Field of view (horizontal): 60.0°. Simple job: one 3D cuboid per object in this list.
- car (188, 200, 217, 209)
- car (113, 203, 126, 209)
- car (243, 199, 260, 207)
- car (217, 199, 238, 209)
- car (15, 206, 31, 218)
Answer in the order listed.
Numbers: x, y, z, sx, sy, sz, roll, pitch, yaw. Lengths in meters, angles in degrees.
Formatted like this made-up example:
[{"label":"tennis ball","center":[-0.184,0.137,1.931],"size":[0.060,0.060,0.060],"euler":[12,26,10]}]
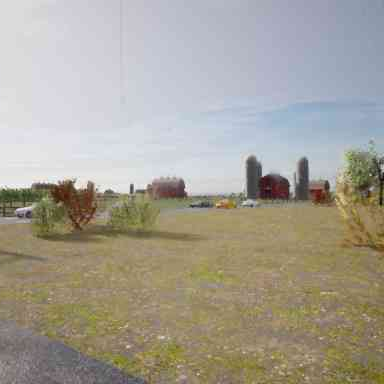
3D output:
[{"label":"car","center":[1.606,2.123,56.670],"size":[2.033,1.411,5.357],"euler":[-1,-1,36]},{"label":"car","center":[-8.652,1.876,42.431],"size":[2.128,1.511,4.902],"euler":[-1,-1,36]},{"label":"car","center":[11.415,2.172,64.255],"size":[1.812,1.442,4.674],"euler":[-1,-1,36]},{"label":"car","center":[5.988,2.020,56.634],"size":[1.882,1.535,5.008],"euler":[-1,-1,36]},{"label":"car","center":[-15.208,1.787,33.287],"size":[1.812,1.442,4.674],"euler":[-1,-1,36]}]
